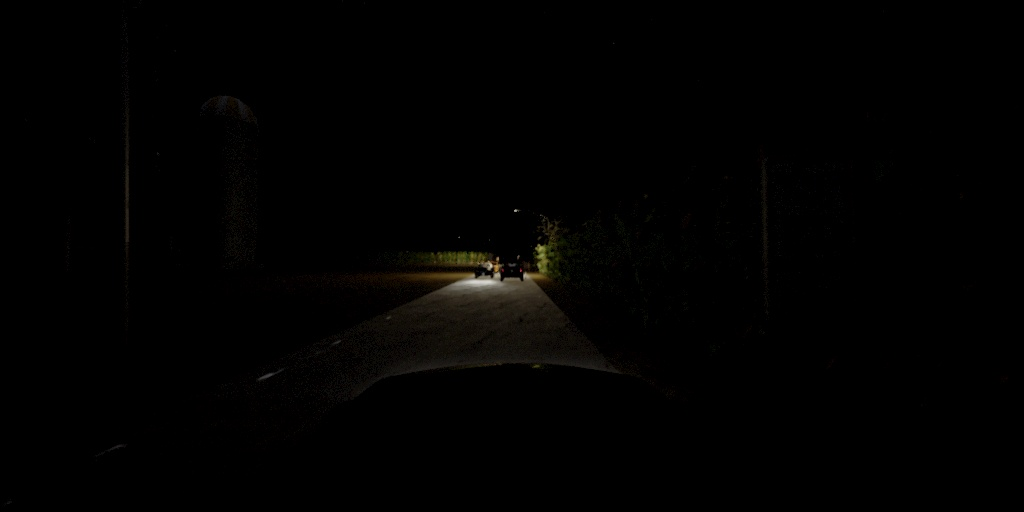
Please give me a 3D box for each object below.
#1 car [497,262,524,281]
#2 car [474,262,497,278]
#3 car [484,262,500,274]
[{"bbox_3d":[0.001,1.299,32.820,2.097,1.767,4.553,0,0,0],"label":"car"},{"bbox_3d":[-2.754,1.464,36.966,2.128,1.511,4.902,0,0,0],"label":"car"},{"bbox_3d":[-2.756,1.571,49.767,1.882,1.535,5.008,0,0,0],"label":"car"}]
